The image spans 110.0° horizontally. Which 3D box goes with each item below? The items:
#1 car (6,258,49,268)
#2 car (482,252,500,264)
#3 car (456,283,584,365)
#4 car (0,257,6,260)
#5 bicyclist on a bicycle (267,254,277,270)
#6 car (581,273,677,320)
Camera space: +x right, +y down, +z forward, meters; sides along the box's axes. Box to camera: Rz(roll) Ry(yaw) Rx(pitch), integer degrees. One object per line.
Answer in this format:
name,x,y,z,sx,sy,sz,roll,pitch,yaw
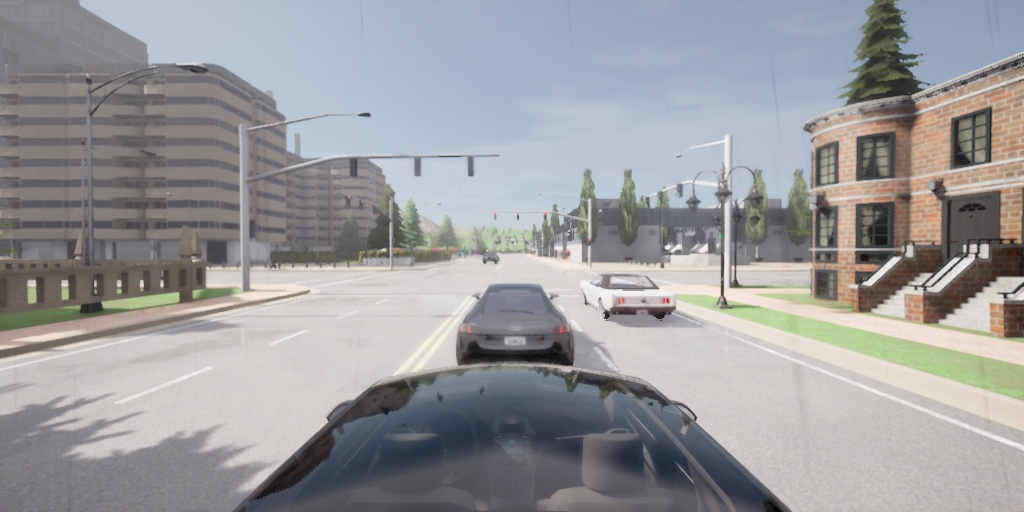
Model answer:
car,-36.841,0.927,26.768,5.008,1.535,1.882,0,1,0
car,-3.558,0.289,58.537,2.150,2.045,5.566,0,1,1
car,0.063,1.244,7.493,1.994,1.385,4.181,0,1,0
car,-36.851,0.970,23.268,5.008,1.535,1.882,0,1,0
bicyclist on a bicycle,-25.251,0.620,37.735,0.582,1.620,1.656,0,1,0
car,3.580,1.226,12.034,1.895,1.301,4.718,0,1,0
